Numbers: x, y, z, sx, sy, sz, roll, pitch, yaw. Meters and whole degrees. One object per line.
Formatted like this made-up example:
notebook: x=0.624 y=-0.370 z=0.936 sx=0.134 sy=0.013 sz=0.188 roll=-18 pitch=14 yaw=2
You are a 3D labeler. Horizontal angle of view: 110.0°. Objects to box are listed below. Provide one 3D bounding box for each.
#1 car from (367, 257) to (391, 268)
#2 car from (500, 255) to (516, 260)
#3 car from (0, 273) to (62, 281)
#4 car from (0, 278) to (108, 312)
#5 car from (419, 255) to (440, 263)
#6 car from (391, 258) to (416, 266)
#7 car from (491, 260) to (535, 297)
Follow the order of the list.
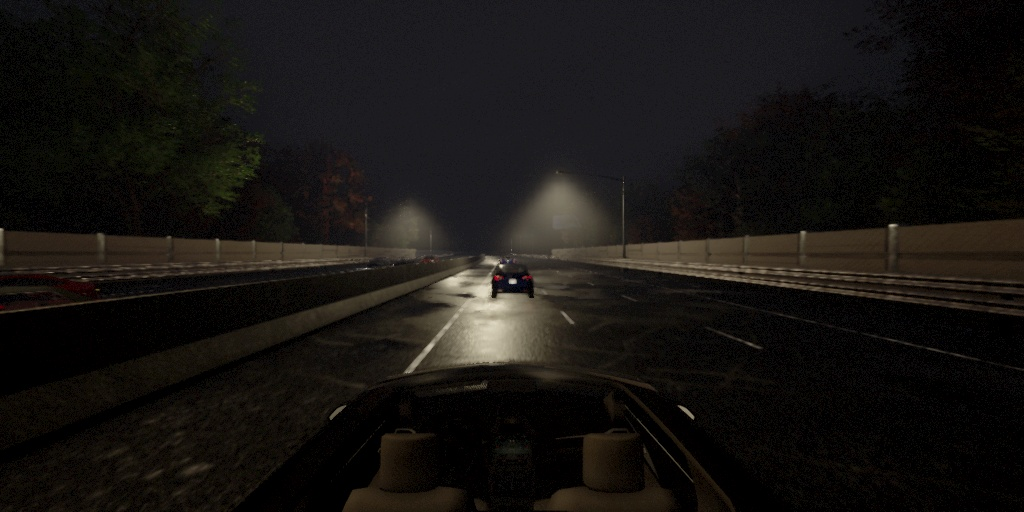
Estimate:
car: x=-18.216 y=0.904 z=49.505 sx=2.033 sy=1.411 sz=5.357 roll=0 pitch=0 yaw=-1
car: x=-0.545 y=0.710 z=47.570 sx=2.097 sy=1.767 sz=4.553 roll=0 pitch=0 yaw=-1
car: x=-14.120 y=1.220 z=9.616 sx=1.812 sy=1.442 sz=4.674 roll=0 pitch=0 yaw=0
car: x=-10.611 y=1.314 z=7.038 sx=1.895 sy=1.301 sz=4.718 roll=0 pitch=0 yaw=0
car: x=-11.214 y=0.706 z=49.080 sx=2.097 sy=1.767 sz=4.553 roll=0 pitch=0 yaw=-1
car: x=-14.722 y=0.953 z=49.617 sx=1.895 sy=1.301 sz=4.718 roll=0 pitch=0 yaw=-1
car: x=0.015 y=1.118 z=17.680 sx=2.163 sy=1.488 sz=4.792 roll=0 pitch=0 yaw=-1
